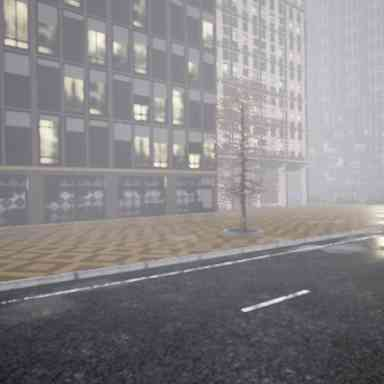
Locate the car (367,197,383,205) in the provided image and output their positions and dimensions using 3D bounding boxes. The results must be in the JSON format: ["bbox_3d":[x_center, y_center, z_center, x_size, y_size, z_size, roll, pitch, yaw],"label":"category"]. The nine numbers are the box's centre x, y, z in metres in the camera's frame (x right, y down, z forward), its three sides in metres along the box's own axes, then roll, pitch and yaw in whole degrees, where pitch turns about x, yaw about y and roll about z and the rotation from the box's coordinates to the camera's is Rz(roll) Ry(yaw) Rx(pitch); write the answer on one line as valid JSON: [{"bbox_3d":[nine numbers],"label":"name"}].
[{"bbox_3d":[29.248,1.416,51.164,1.947,1.339,4.313,-1,1,-37],"label":"car"}]

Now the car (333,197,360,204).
[{"bbox_3d":[25.841,1.394,55.716,1.802,1.307,4.206,-1,1,-37],"label":"car"}]

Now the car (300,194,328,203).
[{"bbox_3d":[22.467,1.339,60.290,1.947,1.339,4.313,-1,1,-37],"label":"car"}]

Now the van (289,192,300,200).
[{"bbox_3d":[22.361,0.891,74.438,1.690,1.788,3.998,-1,1,-37],"label":"van"}]
